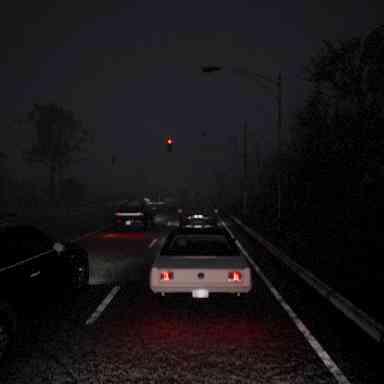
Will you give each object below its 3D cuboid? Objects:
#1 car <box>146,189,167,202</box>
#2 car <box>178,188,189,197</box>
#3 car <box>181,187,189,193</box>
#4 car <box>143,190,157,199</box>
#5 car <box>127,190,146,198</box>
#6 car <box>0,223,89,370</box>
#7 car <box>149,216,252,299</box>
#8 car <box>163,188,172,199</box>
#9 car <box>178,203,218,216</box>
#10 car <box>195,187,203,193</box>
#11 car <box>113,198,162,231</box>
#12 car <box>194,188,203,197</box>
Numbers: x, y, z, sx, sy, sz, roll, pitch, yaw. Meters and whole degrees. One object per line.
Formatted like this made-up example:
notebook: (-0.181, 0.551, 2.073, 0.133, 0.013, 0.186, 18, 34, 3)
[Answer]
car: (-6.007, 0.795, 56.103, 2.097, 1.767, 4.553, 0, 1, 2)
car: (-1.987, -0.016, 76.001, 2.150, 2.045, 5.566, 0, 4, 1)
car: (-1.751, -0.447, 86.431, 1.895, 1.301, 4.718, 0, 4, 1)
car: (-9.077, 0.531, 72.099, 2.128, 1.511, 4.902, 0, 3, 1)
car: (-9.495, 0.664, 56.481, 2.150, 2.045, 5.566, 0, 0, 2)
car: (-3.345, 1.295, 5.555, 2.097, 1.767, 4.553, 0, 0, 0)
car: (0.178, 1.518, 8.208, 1.895, 1.301, 4.718, 0, 1, 0)
car: (-5.593, 0.271, 71.334, 2.150, 2.045, 5.566, 0, 3, 1)
car: (0.319, 1.331, 17.460, 1.837, 1.490, 4.892, 0, 1, 1)
car: (1.747, -0.487, 86.319, 1.994, 1.385, 4.181, 0, 4, 1)
car: (-3.187, 1.302, 19.048, 2.128, 1.511, 4.902, 0, 1, 0)
car: (1.512, 0.286, 75.910, 2.128, 1.511, 4.902, 0, 4, 1)
